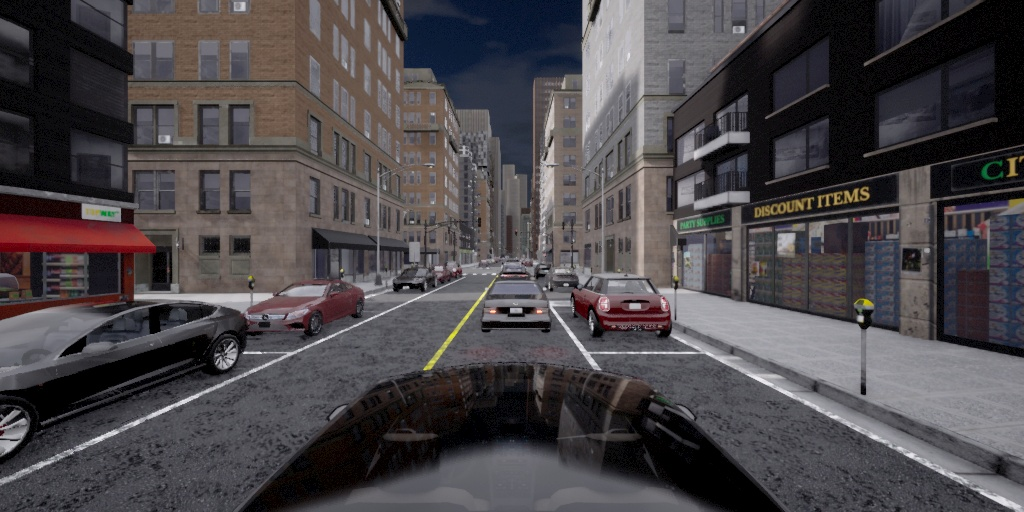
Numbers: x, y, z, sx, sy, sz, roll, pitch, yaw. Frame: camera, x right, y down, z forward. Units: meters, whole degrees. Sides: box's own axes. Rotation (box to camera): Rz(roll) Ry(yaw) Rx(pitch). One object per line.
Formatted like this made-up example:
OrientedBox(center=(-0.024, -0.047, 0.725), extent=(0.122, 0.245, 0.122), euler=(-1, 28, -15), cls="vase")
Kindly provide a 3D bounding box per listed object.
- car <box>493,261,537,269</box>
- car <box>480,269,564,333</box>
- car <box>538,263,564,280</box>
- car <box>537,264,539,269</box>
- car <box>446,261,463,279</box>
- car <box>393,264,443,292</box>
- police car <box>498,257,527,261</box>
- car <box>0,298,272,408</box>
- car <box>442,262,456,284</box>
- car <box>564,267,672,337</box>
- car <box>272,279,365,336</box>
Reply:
OrientedBox(center=(0.132, 1.242, 21.266), extent=(2.128, 1.511, 4.902), euler=(0, 0, 0), cls="car")
OrientedBox(center=(0.111, 1.297, 10.743), extent=(2.033, 1.411, 5.357), euler=(0, 0, 0), cls="car")
OrientedBox(center=(2.890, 1.301, 21.275), extent=(2.007, 1.370, 4.403), euler=(0, 0, 0), cls="car")
OrientedBox(center=(2.911, 1.319, 32.277), extent=(1.948, 1.339, 4.313), euler=(0, 0, 0), cls="car")
OrientedBox(center=(-5.615, 1.193, 32.293), extent=(1.967, 1.591, 4.097), euler=(0, 0, 0), cls="car")
OrientedBox(center=(-5.635, 1.316, 21.291), extent=(1.948, 1.339, 4.313), euler=(0, 0, 0), cls="car")
OrientedBox(center=(0.051, 1.178, 31.286), extent=(1.930, 1.638, 5.238), euler=(0, 0, 0), cls="police car")
OrientedBox(center=(-5.666, 1.315, 4.787), extent=(1.948, 1.339, 4.313), euler=(0, 0, 0), cls="car")
OrientedBox(center=(-5.625, 1.334, 26.792), extent=(1.802, 1.307, 4.207), euler=(0, 0, 0), cls="car")
OrientedBox(center=(2.870, 1.190, 10.272), extent=(1.967, 1.591, 4.097), euler=(0, 0, 0), cls="car")
OrientedBox(center=(-5.656, 1.332, 10.288), extent=(1.802, 1.307, 4.207), euler=(0, 0, 0), cls="car")
